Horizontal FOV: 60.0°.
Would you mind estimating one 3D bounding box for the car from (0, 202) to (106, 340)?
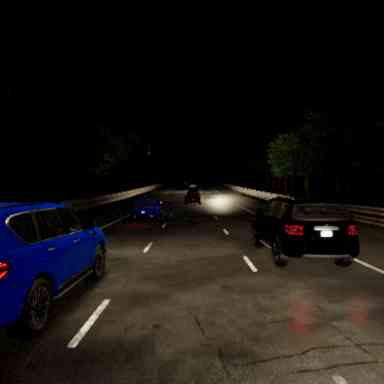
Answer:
[{"bbox_3d":[-3.383,1.195,6.645,2.150,2.045,5.566,0,0,0],"label":"car"}]

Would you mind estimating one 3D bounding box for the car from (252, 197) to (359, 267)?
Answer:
[{"bbox_3d":[3.527,1.158,11.376,2.150,2.045,5.566,0,1,0],"label":"car"}]

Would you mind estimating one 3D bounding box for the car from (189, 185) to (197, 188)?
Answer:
[{"bbox_3d":[0.247,-0.060,56.579,1.882,1.535,5.008,0,3,0],"label":"car"}]

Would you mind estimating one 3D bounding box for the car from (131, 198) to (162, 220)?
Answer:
[{"bbox_3d":[-3.335,1.165,25.103,1.882,1.535,5.008,0,1,0],"label":"car"}]

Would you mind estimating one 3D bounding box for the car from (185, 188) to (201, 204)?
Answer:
[{"bbox_3d":[0.105,0.630,41.240,1.882,1.535,5.008,0,2,0],"label":"car"}]

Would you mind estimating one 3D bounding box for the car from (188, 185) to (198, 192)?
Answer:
[{"bbox_3d":[0.193,-0.830,73.547,2.128,1.511,4.902,0,3,0],"label":"car"}]
